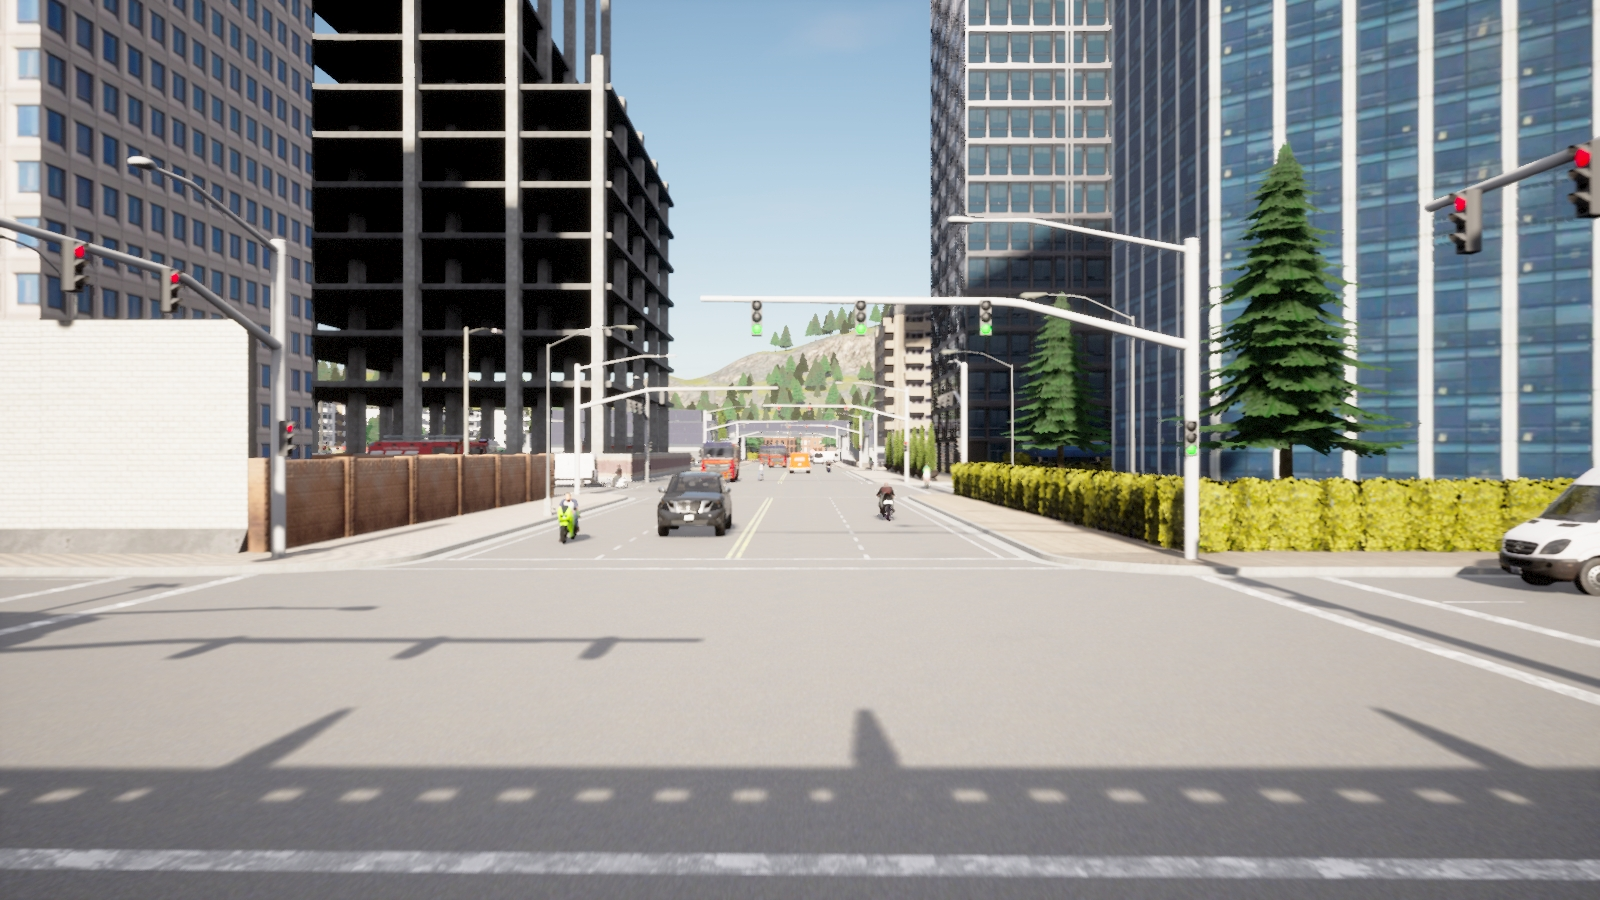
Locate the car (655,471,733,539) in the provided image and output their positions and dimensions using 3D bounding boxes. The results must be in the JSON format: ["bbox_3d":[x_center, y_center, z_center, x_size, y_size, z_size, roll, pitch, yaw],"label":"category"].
[{"bbox_3d":[-3.497,1.778,38.822,2.150,2.045,5.566,0,0,0],"label":"car"}]

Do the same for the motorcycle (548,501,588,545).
[{"bbox_3d":[-6.998,2.185,34.561,0.803,1.199,2.033,0,0,0],"label":"motorcycle"}]

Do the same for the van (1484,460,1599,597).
[{"bbox_3d":[16.963,1.478,22.394,5.915,2.561,1.988,0,0,0],"label":"van"}]

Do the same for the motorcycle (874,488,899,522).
[{"bbox_3d":[3.502,2.204,46.310,0.867,1.251,2.209,0,0,0],"label":"motorcycle"}]
